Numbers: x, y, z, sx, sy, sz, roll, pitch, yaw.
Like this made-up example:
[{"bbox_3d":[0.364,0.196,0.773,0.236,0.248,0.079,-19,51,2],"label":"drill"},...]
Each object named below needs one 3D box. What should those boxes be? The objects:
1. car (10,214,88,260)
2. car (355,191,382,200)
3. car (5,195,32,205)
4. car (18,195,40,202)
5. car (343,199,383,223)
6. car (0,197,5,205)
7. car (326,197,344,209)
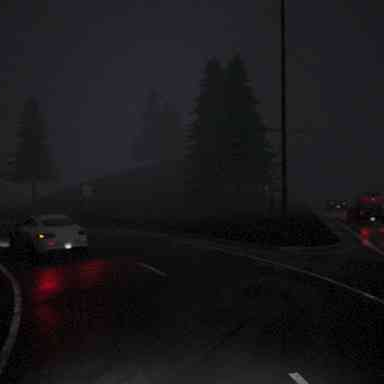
[{"bbox_3d":[-5.474,1.540,12.558,1.812,1.442,4.674,-1,0,-39],"label":"car"},{"bbox_3d":[20.310,0.875,38.465,2.150,2.045,5.566,-1,0,17],"label":"car"},{"bbox_3d":[-32.225,1.715,62.794,1.895,1.301,4.718,-1,0,17],"label":"car"},{"bbox_3d":[-38.397,1.428,78.550,1.882,1.535,5.008,-1,0,17],"label":"car"},{"bbox_3d":[12.012,1.395,23.061,1.895,1.301,4.718,-1,0,17],"label":"car"},{"bbox_3d":[-35.564,1.703,63.844,1.994,1.385,4.181,-1,0,17],"label":"car"},{"bbox_3d":[16.765,1.290,38.817,1.895,1.301,4.718,-1,0,17],"label":"car"}]
